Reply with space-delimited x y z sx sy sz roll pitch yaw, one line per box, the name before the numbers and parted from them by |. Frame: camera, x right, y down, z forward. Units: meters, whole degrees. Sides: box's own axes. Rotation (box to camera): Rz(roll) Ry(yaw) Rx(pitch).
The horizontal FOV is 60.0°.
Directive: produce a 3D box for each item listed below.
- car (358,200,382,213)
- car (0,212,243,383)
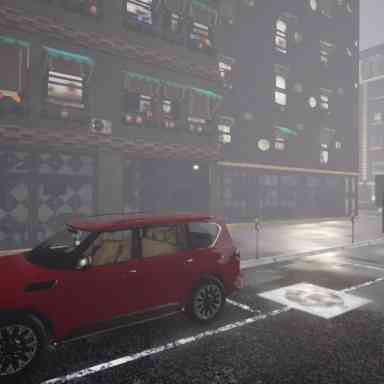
car | 20.164 1.538 37.360 1.887 1.381 4.507 1 0 -36
car | -1.362 1.316 5.584 5.009 1.841 2.192 0 1 -35
